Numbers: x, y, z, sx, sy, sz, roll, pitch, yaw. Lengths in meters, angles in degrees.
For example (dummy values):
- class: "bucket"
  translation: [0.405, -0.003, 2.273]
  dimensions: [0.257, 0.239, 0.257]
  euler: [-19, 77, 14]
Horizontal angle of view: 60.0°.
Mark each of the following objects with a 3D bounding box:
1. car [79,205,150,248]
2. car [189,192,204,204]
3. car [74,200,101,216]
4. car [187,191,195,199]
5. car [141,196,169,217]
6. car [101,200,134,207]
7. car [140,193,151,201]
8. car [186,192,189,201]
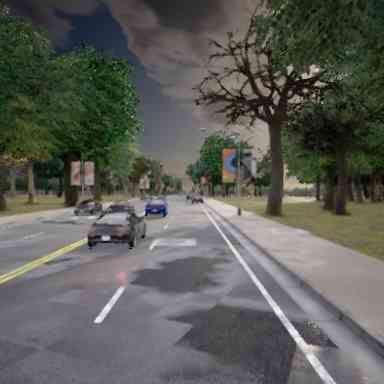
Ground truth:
- class: "car"
  translation: [-3.148, 1.510, 14.464]
  dimensions: [1.812, 1.442, 4.674]
  euler: [0, 0, 0]
- class: "car"
  translation: [0.961, 1.215, 59.810]
  dimensions: [2.097, 1.767, 4.553]
  euler: [0, 0, 0]
- class: "car"
  translation: [-9.900, 1.469, 32.251]
  dimensions: [1.812, 1.442, 4.674]
  euler: [0, 0, 0]
- class: "car"
  translation: [-0.347, 0.876, 95.269]
  dimensions: [2.150, 2.045, 5.566]
  euler: [0, 0, 0]
- class: "car"
  translation: [-3.202, 1.424, 31.125]
  dimensions: [1.882, 1.535, 5.008]
  euler: [0, 0, 0]
- class: "car"
  translation: [-6.651, 1.493, 31.477]
  dimensions: [2.033, 1.411, 5.357]
  euler: [0, 0, 0]
- class: "car"
  translation: [-9.990, 1.098, 72.738]
  dimensions: [2.097, 1.767, 4.553]
  euler: [0, 0, 0]
- class: "car"
  translation: [-0.259, 1.034, 77.225]
  dimensions: [2.097, 1.767, 4.553]
  euler: [0, 0, 0]
